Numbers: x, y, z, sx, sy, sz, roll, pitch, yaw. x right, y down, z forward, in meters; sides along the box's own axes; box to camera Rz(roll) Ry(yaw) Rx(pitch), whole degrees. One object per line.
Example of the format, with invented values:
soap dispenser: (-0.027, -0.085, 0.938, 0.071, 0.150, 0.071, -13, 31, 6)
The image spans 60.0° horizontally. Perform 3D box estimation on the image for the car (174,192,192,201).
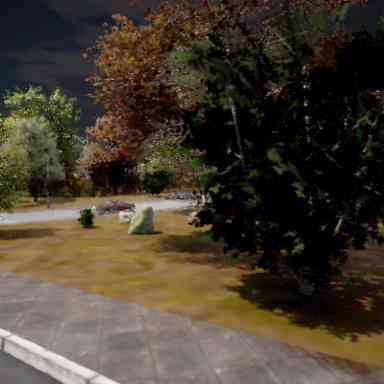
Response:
car: (-0.369, 0.682, 59.298, 2.128, 1.511, 4.902, -1, 2, 39)

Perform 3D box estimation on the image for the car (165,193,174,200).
car: (-3.147, 0.806, 61.432, 1.994, 1.385, 4.181, -1, 2, 39)

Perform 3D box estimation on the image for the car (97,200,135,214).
car: (-8.627, 1.606, 37.885, 1.812, 1.442, 4.674, -1, 1, 39)
